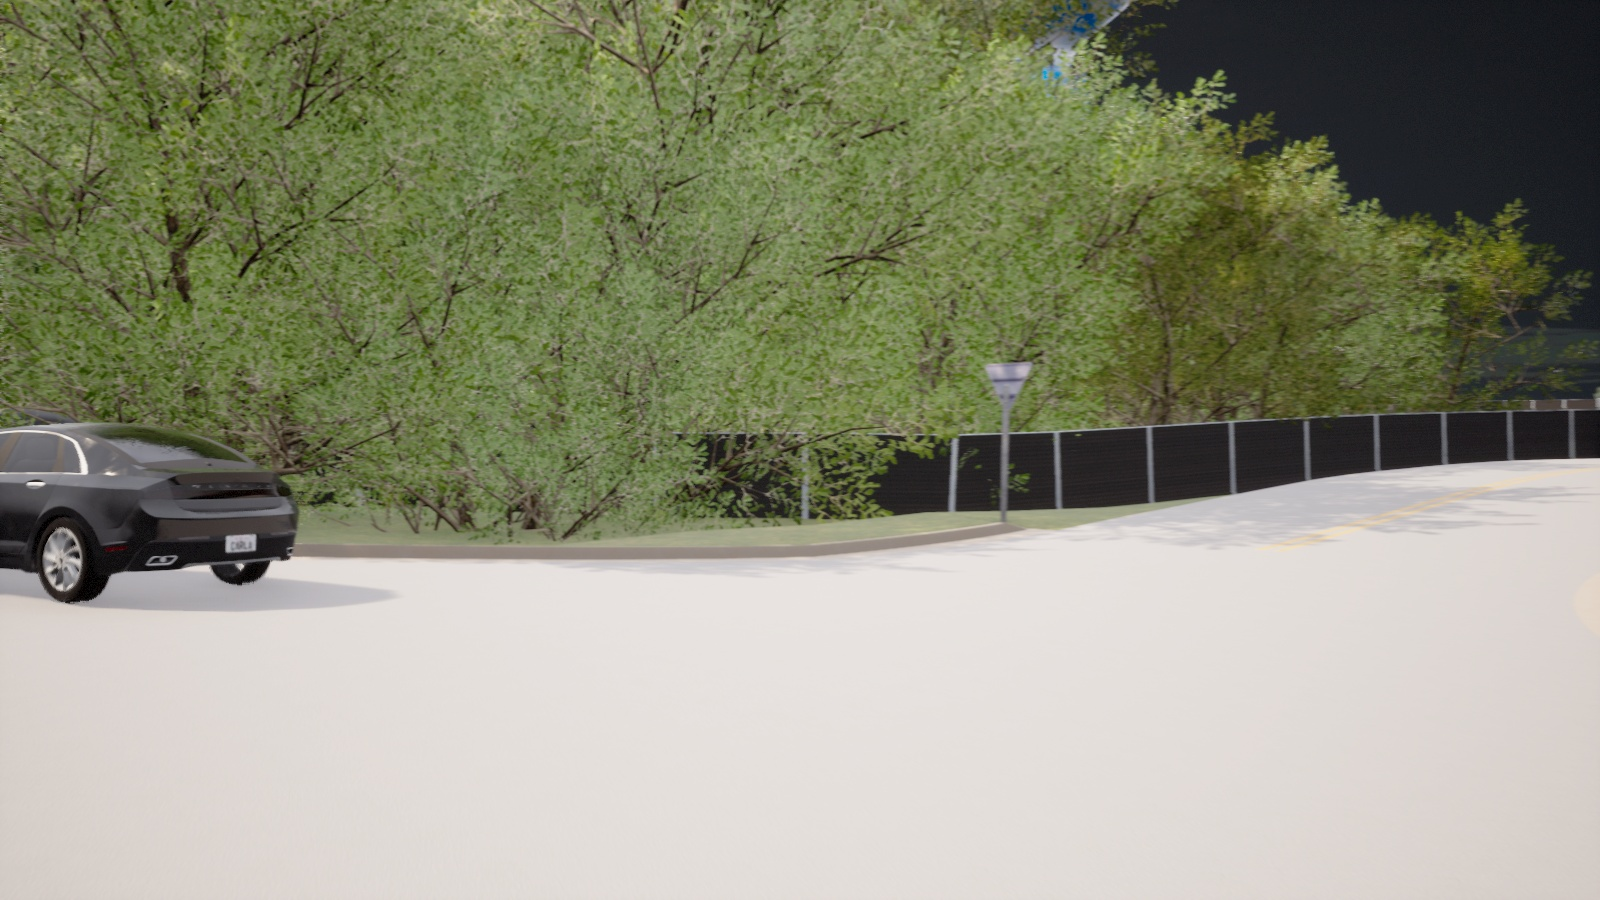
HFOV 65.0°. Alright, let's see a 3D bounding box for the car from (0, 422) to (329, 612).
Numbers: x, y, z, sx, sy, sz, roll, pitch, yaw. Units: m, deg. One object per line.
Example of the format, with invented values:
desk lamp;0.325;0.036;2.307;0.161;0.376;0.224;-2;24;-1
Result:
car;-6.933;0.504;11.825;4.892;1.490;1.837;1;0;27
